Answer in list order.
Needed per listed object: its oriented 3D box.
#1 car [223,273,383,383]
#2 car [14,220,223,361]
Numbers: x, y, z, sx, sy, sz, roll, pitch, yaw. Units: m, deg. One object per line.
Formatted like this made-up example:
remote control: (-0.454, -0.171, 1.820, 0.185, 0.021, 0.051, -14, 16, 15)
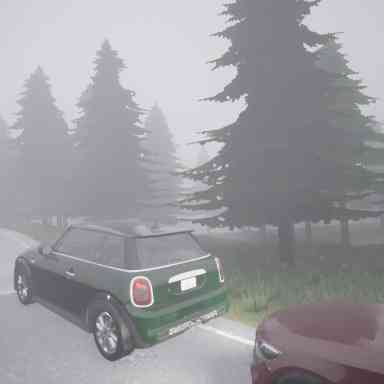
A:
car: (2.749, 1.531, 2.595, 4.674, 1.442, 1.812, 1, 0, 36)
car: (-1.578, 1.308, 6.219, 4.553, 1.767, 2.097, 1, 1, 44)
